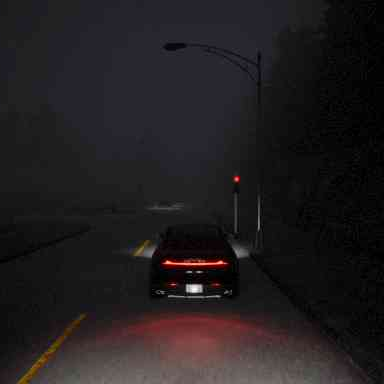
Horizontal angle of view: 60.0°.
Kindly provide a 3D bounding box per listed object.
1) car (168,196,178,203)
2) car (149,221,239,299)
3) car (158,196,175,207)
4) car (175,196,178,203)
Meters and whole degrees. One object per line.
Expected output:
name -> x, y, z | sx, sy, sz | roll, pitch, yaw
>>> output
car -> -3.983, 1.522, 70.733 | 1.812, 1.442, 4.674 | 0, 0, 0
car -> 0.061, 1.505, 8.459 | 1.837, 1.490, 4.892 | 0, 0, 0
car -> -4.082, 1.477, 51.186 | 1.882, 1.535, 5.008 | 0, 0, 0
car -> -4.057, 1.477, 60.531 | 1.882, 1.535, 5.008 | 0, 0, 0
